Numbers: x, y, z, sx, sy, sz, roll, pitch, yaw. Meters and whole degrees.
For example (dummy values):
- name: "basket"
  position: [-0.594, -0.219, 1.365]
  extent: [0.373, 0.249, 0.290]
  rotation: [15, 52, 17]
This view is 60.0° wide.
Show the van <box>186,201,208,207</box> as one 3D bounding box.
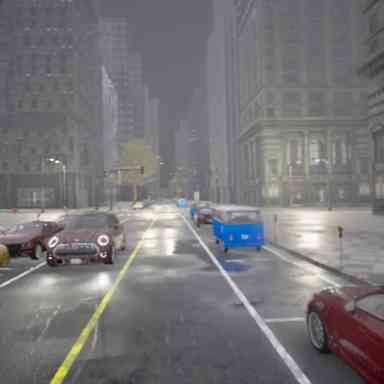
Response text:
- name: "van"
  position: [0.703, 1.755, 30.955]
  extent: [1.690, 1.788, 3.998]
  rotation: [-1, -1, -4]

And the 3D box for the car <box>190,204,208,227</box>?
- name: "car"
  position: [1.096, 1.873, 25.441]
  extent: [1.887, 1.381, 4.507]
  rotation: [-1, -1, -4]

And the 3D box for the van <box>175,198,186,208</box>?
- name: "van"
  position: [-1.991, 2.357, 68.839]
  extent: [1.690, 1.788, 3.998]
  rotation: [-1, -1, -4]

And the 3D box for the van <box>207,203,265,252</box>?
- name: "van"
  position: [1.870, 1.500, 14.423]
  extent: [1.690, 1.788, 3.998]
  rotation: [-1, -1, -4]

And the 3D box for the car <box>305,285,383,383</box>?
- name: "car"
  position: [2.652, 1.573, 3.398]
  extent: [1.802, 1.307, 4.206]
  rotation: [-1, -1, -4]

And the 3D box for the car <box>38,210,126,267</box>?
- name: "car"
  position: [-3.793, 1.609, 12.617]
  extent: [2.097, 1.767, 4.553]
  rotation: [-1, -1, -4]

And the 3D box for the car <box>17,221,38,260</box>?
- name: "car"
  position: [-6.655, 1.881, 13.831]
  extent: [1.887, 1.381, 4.507]
  rotation: [-1, -1, -4]

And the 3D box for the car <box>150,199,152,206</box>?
- name: "car"
  position: [-11.232, 2.678, 78.679]
  extent: [2.192, 1.841, 5.009]
  rotation: [-1, -1, -4]

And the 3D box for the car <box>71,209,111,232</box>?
- name: "car"
  position: [-7.437, 2.050, 24.853]
  extent: [1.887, 1.381, 4.507]
  rotation: [-1, -1, -4]

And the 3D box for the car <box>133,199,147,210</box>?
- name: "car"
  position: [-10.102, 2.628, 62.678]
  extent: [1.752, 1.417, 4.829]
  rotation: [-1, -1, -4]

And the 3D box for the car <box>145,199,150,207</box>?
- name: "car"
  position: [-10.854, 2.821, 73.400]
  extent: [1.887, 1.381, 4.507]
  rotation: [-1, -1, -4]

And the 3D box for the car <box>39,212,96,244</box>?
- name: "car"
  position: [-7.046, 1.965, 19.342]
  extent: [1.887, 1.381, 4.507]
  rotation: [-1, -1, -4]

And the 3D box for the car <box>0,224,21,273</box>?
- name: "car"
  position: [-6.253, 1.775, 8.151]
  extent: [1.752, 1.417, 4.829]
  rotation: [-1, -1, -4]
